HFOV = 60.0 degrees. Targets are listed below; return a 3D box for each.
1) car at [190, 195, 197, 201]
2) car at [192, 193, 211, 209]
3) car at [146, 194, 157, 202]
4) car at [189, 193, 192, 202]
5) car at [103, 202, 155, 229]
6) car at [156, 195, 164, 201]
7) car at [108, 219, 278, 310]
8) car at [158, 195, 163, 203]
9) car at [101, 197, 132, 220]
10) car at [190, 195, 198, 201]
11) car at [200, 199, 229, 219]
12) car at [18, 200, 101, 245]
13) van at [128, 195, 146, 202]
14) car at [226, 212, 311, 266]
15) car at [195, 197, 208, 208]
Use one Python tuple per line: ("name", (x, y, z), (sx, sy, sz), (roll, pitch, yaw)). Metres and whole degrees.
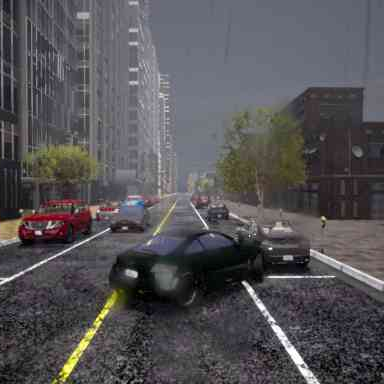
("car", (0.342, 1.551, 88.643), (1.802, 1.307, 4.206), (-1, 0, -2))
("car", (1.522, 1.301, 44.383), (2.192, 1.841, 5.009), (-1, 0, -2))
("car", (-7.003, 1.299, 49.701), (2.192, 1.841, 5.009), (-1, 0, -2))
("car", (0.782, 1.291, 72.046), (2.192, 1.841, 5.009), (-1, 0, -2))
("car", (-3.603, 1.541, 20.294), (2.033, 1.411, 5.357), (0, 0, -1))
("car", (-7.884, 1.497, 82.729), (1.752, 1.417, 4.829), (-1, 0, -2))
("car", (0.124, 1.557, 7.993), (1.994, 1.385, 4.181), (0, -1, 40))
("car", (-7.444, 1.522, 66.300), (1.887, 1.381, 4.507), (-1, 0, -2))
("car", (-6.402, 1.432, 26.843), (1.967, 1.590, 4.097), (-1, 0, -2))
("car", (0.490, 1.537, 83.111), (1.947, 1.339, 4.313), (-1, 0, -2))
("car", (2.001, 1.543, 27.051), (2.008, 1.369, 4.403), (-1, 0, -2))
("car", (-6.198, 1.310, 15.775), (2.192, 1.841, 5.009), (-1, 0, -2))
("van", (-6.707, 1.329, 38.636), (1.690, 1.788, 3.998), (-1, 0, -2))
("car", (2.543, 1.548, 11.192), (2.008, 1.369, 4.403), (-1, 0, -2))
("car", (1.373, 1.509, 50.086), (1.752, 1.417, 4.829), (-1, 0, -2))
